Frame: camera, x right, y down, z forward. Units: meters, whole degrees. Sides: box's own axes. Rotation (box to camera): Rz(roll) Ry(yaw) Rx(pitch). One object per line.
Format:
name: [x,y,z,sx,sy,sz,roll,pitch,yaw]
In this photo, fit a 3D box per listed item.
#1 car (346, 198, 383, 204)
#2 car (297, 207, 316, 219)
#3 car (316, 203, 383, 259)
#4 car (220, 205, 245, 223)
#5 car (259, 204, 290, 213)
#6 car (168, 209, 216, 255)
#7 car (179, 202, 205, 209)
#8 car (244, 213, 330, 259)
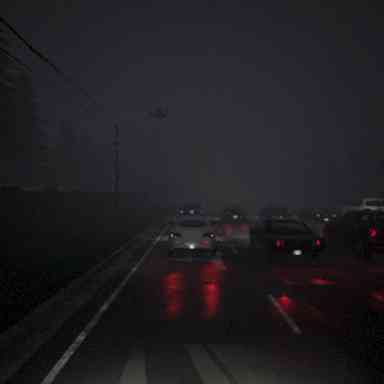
car: [13.993,1.518,27.565,2.150,2.045,5.566,0,0,0]
car: [10.498,1.901,28.251,1.895,1.301,4.718,0,-1,0]
car: [7.010,1.494,13.424,2.097,1.767,4.553,0,-1,0]
car: [3.504,1.832,28.888,1.812,1.442,4.674,0,0,0]
car: [7.001,1.795,28.498,2.128,1.511,4.902,0,0,0]
car: [0.012,1.673,13.886,1.812,1.442,4.674,0,0,0]
car: [0.001,1.652,28.419,2.097,1.767,4.553,0,-1,0]
car: [3.507,1.742,13.241,1.895,1.301,4.718,0,-1,0]
